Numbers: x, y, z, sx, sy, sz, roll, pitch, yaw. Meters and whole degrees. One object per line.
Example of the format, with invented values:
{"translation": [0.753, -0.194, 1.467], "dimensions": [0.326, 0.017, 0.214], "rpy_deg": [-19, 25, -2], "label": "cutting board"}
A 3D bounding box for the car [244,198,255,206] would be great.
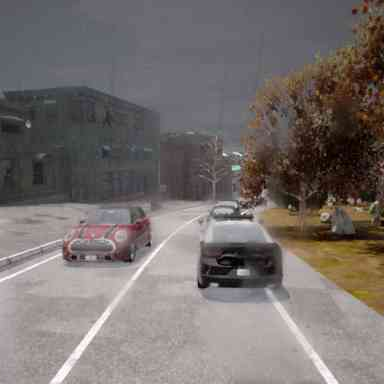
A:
{"translation": [6.745, 1.488, 44.505], "dimensions": [1.895, 1.301, 4.718], "rpy_deg": [2, 0, 20], "label": "car"}

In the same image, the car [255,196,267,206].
{"translation": [11.245, 1.452, 55.764], "dimensions": [1.837, 1.490, 4.892], "rpy_deg": [3, 1, 26], "label": "car"}

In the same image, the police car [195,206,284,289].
{"translation": [1.128, 1.406, 9.262], "dimensions": [1.930, 1.638, 5.238], "rpy_deg": [0, 0, 2], "label": "police car"}

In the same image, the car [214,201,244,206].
{"translation": [1.840, 1.478, 18.964], "dimensions": [1.812, 1.442, 4.674], "rpy_deg": [1, 0, 6], "label": "car"}

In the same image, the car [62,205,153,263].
{"translation": [-2.771, 1.307, 11.849], "dimensions": [2.097, 1.767, 4.553], "rpy_deg": [0, 0, 4], "label": "car"}

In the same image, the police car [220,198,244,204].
{"translation": [2.671, 1.356, 24.908], "dimensions": [1.930, 1.638, 5.238], "rpy_deg": [1, 0, 9], "label": "police car"}
